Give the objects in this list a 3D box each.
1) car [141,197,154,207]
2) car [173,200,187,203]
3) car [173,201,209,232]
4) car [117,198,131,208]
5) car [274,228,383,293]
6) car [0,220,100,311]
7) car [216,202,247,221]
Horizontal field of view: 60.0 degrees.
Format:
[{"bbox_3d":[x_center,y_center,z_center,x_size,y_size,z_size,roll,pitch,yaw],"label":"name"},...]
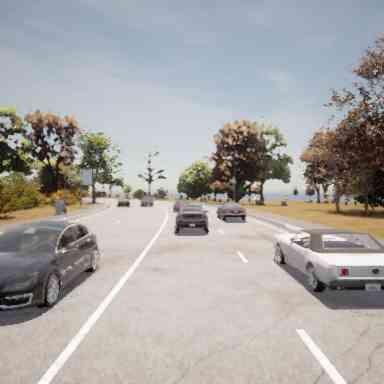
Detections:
[{"bbox_3d":[-6.952,1.511,51.493,1.837,1.490,4.892,0,0,-12],"label":"car"},{"bbox_3d":[-1.164,1.572,38.137,1.994,1.385,4.181,0,0,-6],"label":"car"},{"bbox_3d":[-0.049,1.509,20.020,1.837,1.490,4.892,0,0,-1],"label":"car"},{"bbox_3d":[-10.070,1.602,49.365,1.895,1.301,4.718,0,0,-11],"label":"car"},{"bbox_3d":[3.595,1.602,8.827,1.895,1.301,4.718,0,0,0],"label":"car"},{"bbox_3d":[-3.617,1.506,7.966,1.837,1.490,4.892,0,0,0],"label":"car"},{"bbox_3d":[3.190,1.554,27.638,2.033,1.411,5.357,0,0,-3],"label":"car"}]
